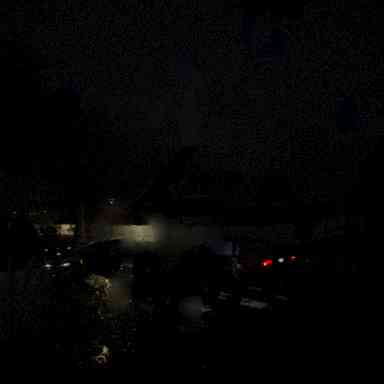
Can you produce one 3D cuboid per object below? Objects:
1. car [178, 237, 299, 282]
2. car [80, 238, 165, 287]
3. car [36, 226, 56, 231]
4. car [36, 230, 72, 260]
[{"bbox_3d":[1.562,2.523,13.180,2.033,1.411,5.357,0,-4,-35],"label":"car"},{"bbox_3d":[-2.998,2.685,13.585,1.882,1.535,5.008,0,-4,-37],"label":"car"},{"bbox_3d":[-14.827,4.250,33.302,2.097,1.767,4.553,0,-4,-38],"label":"car"},{"bbox_3d":[-9.781,3.574,22.272,2.033,1.411,5.357,0,-4,-39],"label":"car"}]
